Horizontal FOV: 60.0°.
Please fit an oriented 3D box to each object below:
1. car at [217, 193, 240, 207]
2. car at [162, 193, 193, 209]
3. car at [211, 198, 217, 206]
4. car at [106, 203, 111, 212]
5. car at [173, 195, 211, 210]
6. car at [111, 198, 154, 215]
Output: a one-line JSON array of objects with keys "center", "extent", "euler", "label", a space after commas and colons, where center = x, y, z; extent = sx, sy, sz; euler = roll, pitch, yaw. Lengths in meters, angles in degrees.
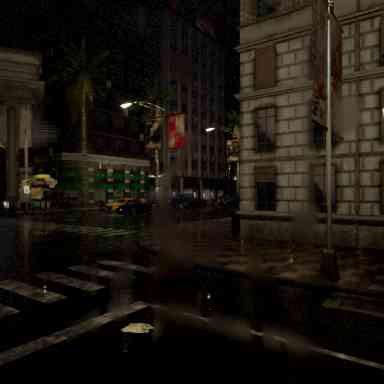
[{"center": [6.817, 1.221, 50.693], "extent": [5.566, 2.045, 2.150], "euler": [0, 0, -45], "label": "car"}, {"center": [-1.753, 1.221, 45.928], "extent": [2.150, 2.045, 5.566], "euler": [0, 0, 37], "label": "car"}, {"center": [4.932, 1.352, 53.619], "extent": [4.553, 1.767, 2.097], "euler": [0, 0, -43], "label": "car"}, {"center": [-7.556, 1.478, 38.051], "extent": [1.882, 1.535, 5.008], "euler": [0, 0, 37], "label": "car"}, {"center": [0.032, 1.526, 42.449], "extent": [1.812, 1.442, 4.674], "euler": [0, 0, 37], "label": "car"}, {"center": [-5.876, 1.564, 34.422], "extent": [1.994, 1.385, 4.181], "euler": [0, 0, 36], "label": "car"}]
